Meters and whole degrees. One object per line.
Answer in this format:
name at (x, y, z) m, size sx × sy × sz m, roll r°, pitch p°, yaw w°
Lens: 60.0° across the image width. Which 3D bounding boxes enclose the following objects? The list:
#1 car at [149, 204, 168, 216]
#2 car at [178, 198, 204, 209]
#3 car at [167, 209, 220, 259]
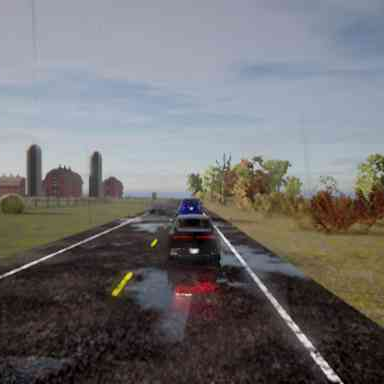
car at (-3.801, 2.020, 38.487) m, size 1.895 × 1.301 × 4.718 m, roll 0°, pitch -1°, yaw 0°
car at (-0.085, 1.564, 31.457) m, size 2.150 × 2.045 × 5.566 m, roll 0°, pitch 0°, yaw -1°
car at (0.059, 1.648, 13.137) m, size 1.837 × 1.490 × 4.892 m, roll 0°, pitch 0°, yaw 0°
